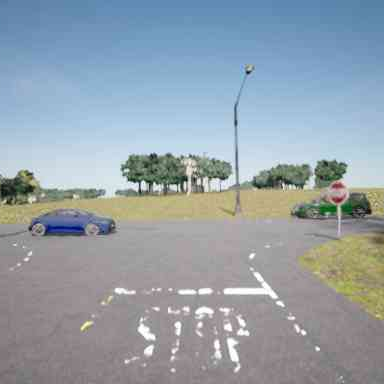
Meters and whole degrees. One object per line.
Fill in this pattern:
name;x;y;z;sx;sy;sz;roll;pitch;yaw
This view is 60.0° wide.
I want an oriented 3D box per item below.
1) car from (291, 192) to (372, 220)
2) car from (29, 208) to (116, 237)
car;10.257;1.097;24.619;5.566;2.045;2.150;-1;-2;-1
car;-6.170;1.543;17.386;4.181;1.385;1.994;0;-1;0
